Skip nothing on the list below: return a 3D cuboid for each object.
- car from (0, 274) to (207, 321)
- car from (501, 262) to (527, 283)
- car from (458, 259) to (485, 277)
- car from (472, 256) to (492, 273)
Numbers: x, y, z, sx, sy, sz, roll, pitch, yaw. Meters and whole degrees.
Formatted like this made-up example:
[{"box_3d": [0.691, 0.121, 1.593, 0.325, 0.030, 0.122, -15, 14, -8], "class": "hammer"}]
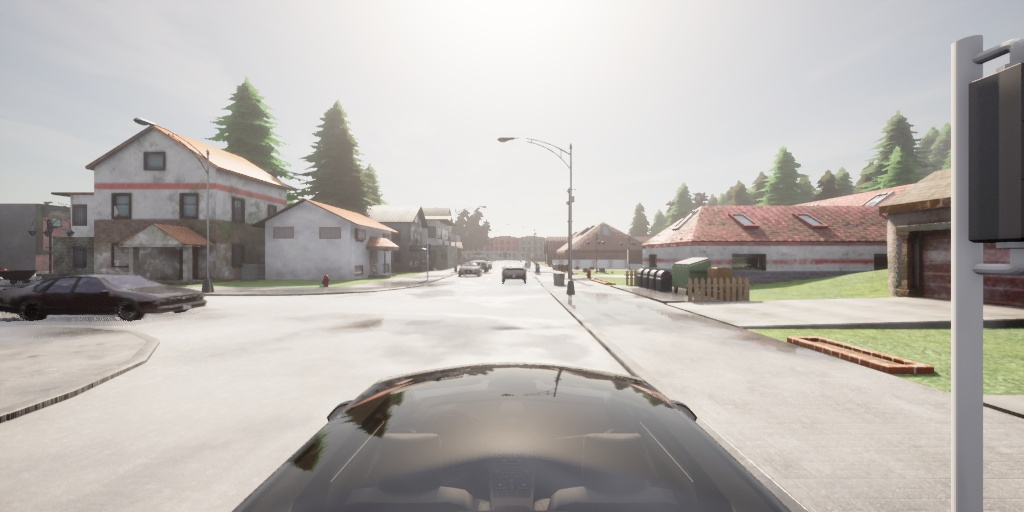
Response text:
[{"box_3d": [-13.346, 1.297, 11.792, 5.357, 1.411, 2.033, 0, 0, 0], "class": "car"}, {"box_3d": [0.143, 1.241, 28.163, 2.128, 1.511, 4.902, 0, 0, 0], "class": "car"}, {"box_3d": [-4.089, 1.314, 35.454, 1.994, 1.385, 4.181, 0, 0, 0], "class": "car"}, {"box_3d": [-4.086, 0.971, 44.600, 2.150, 2.045, 5.566, 0, 0, 0], "class": "car"}]
